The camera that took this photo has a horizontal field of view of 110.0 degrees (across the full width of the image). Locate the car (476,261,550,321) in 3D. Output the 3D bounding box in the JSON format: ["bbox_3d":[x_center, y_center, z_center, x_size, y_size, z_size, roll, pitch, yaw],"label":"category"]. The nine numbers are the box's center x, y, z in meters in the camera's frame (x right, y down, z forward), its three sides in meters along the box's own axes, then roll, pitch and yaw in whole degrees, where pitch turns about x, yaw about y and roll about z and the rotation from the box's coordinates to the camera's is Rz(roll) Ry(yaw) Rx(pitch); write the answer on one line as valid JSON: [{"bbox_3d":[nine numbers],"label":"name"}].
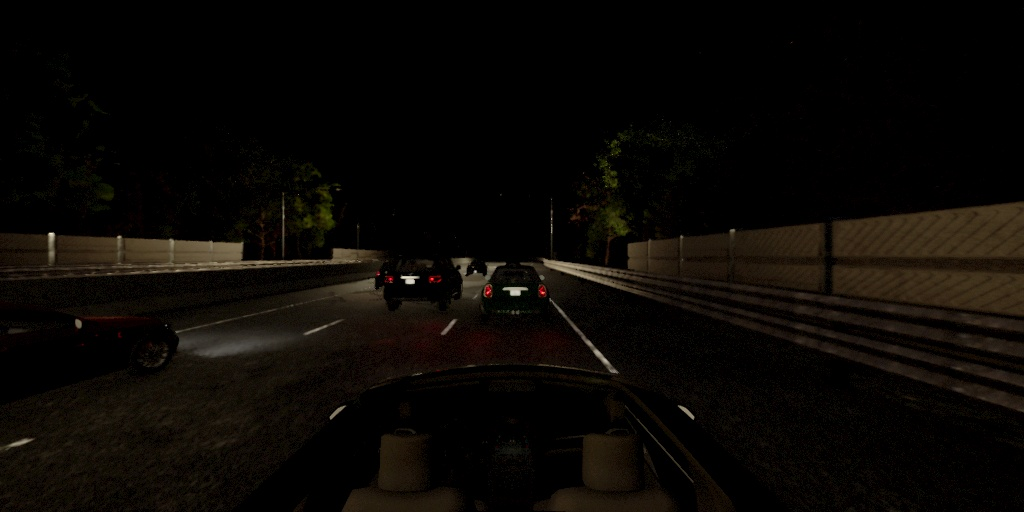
[{"bbox_3d":[0.095,1.084,12.468,2.097,1.767,4.553,0,0,0],"label":"car"}]

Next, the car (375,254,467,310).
[{"bbox_3d":[-3.406,0.949,14.672,2.150,2.045,5.566,0,0,0],"label":"car"}]

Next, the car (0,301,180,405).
[{"bbox_3d":[-6.901,1.271,4.463,1.812,1.442,4.674,0,0,0],"label":"car"}]

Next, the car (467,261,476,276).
[{"bbox_3d":[-3.415,1.204,35.755,1.837,1.490,4.892,0,0,0],"label":"car"}]
